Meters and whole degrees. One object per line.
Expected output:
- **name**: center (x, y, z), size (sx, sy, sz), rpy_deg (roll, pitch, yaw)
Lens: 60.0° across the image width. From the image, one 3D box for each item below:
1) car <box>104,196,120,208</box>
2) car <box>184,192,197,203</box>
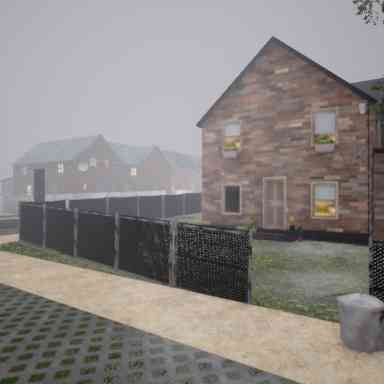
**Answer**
- **car**: center (-6.953, 1.055, 28.471), size (1.994, 1.385, 4.181), rpy_deg (0, 1, 33)
- **car**: center (-0.166, 0.729, 38.638), size (1.812, 1.442, 4.674), rpy_deg (0, 1, 33)
